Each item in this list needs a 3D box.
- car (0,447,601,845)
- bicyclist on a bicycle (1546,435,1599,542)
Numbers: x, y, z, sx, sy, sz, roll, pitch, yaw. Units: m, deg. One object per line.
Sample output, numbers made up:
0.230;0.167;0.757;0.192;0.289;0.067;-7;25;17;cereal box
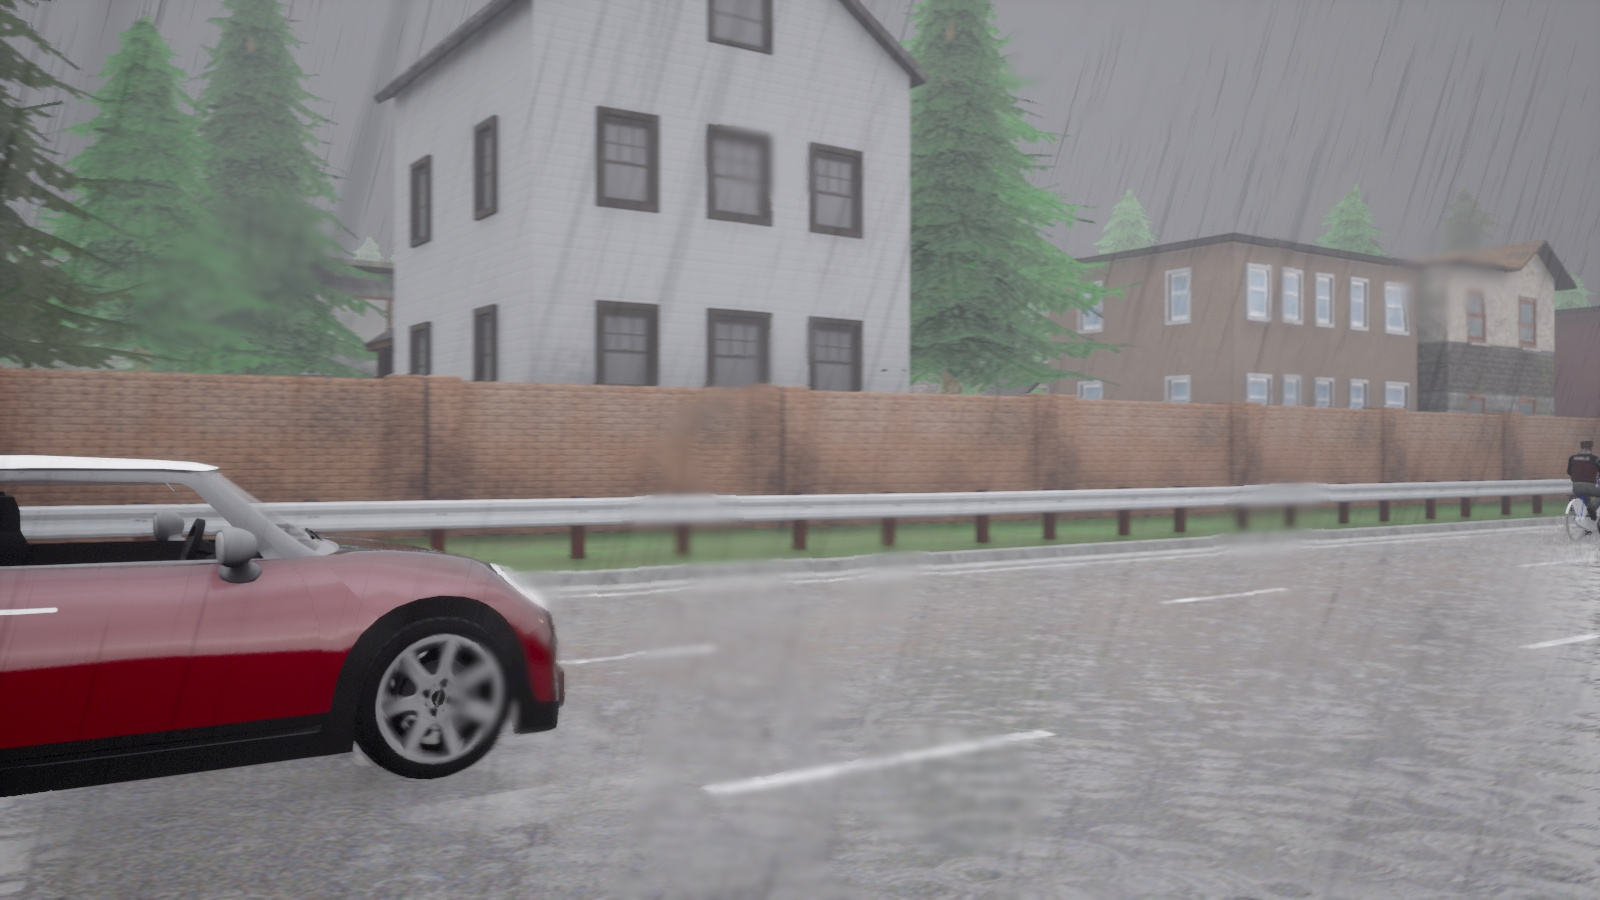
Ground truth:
-3.086;0.731;5.775;3.806;1.475;1.970;0;0;-35;car
13.705;0.640;21.727;1.843;1.776;0.659;0;0;-35;bicyclist on a bicycle
